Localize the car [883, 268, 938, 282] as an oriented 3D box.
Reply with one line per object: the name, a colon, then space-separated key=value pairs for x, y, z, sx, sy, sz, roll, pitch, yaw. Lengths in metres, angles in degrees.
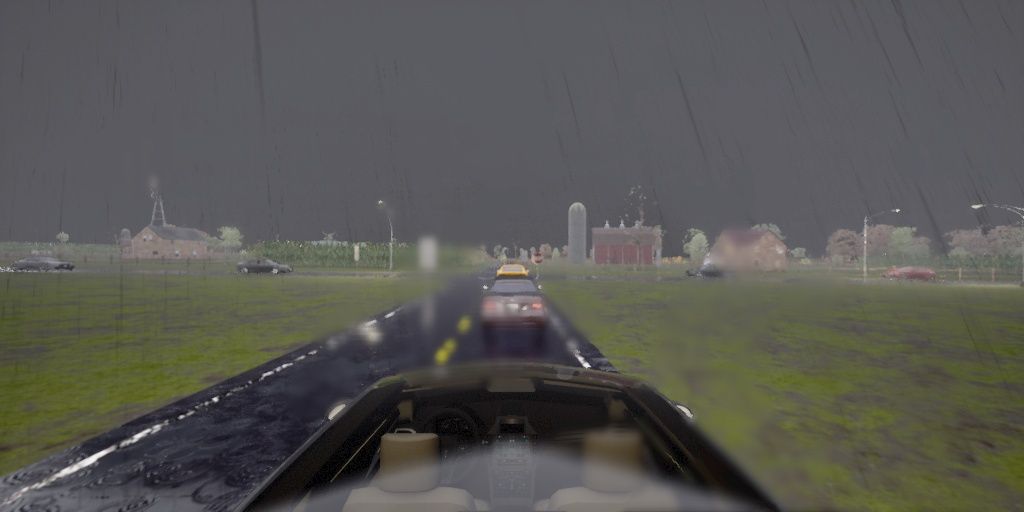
car: x=42.655 y=1.981 z=38.392 sx=4.674 sy=1.442 sz=1.812 roll=1 pitch=0 yaw=0

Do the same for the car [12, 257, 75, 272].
car: x=-45.457 y=0.785 z=34.869 sx=4.181 sy=1.385 sz=1.994 roll=1 pitch=0 yaw=0

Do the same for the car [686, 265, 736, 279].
car: x=21.159 y=1.674 z=38.273 sx=4.892 sy=1.490 sz=1.837 roll=1 pitch=0 yaw=0

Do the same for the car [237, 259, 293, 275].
car: x=-24.026 y=1.050 z=34.992 sx=4.892 sy=1.490 sz=1.837 roll=1 pitch=0 yaw=0

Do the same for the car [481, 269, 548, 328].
car: x=0.059 y=1.325 z=11.392 sx=2.033 sy=1.411 sz=5.357 roll=0 pitch=0 yaw=0

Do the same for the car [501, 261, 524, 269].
car: x=0.056 y=1.289 z=22.332 sx=1.882 sy=1.535 sz=5.008 roll=0 pitch=0 yaw=1
